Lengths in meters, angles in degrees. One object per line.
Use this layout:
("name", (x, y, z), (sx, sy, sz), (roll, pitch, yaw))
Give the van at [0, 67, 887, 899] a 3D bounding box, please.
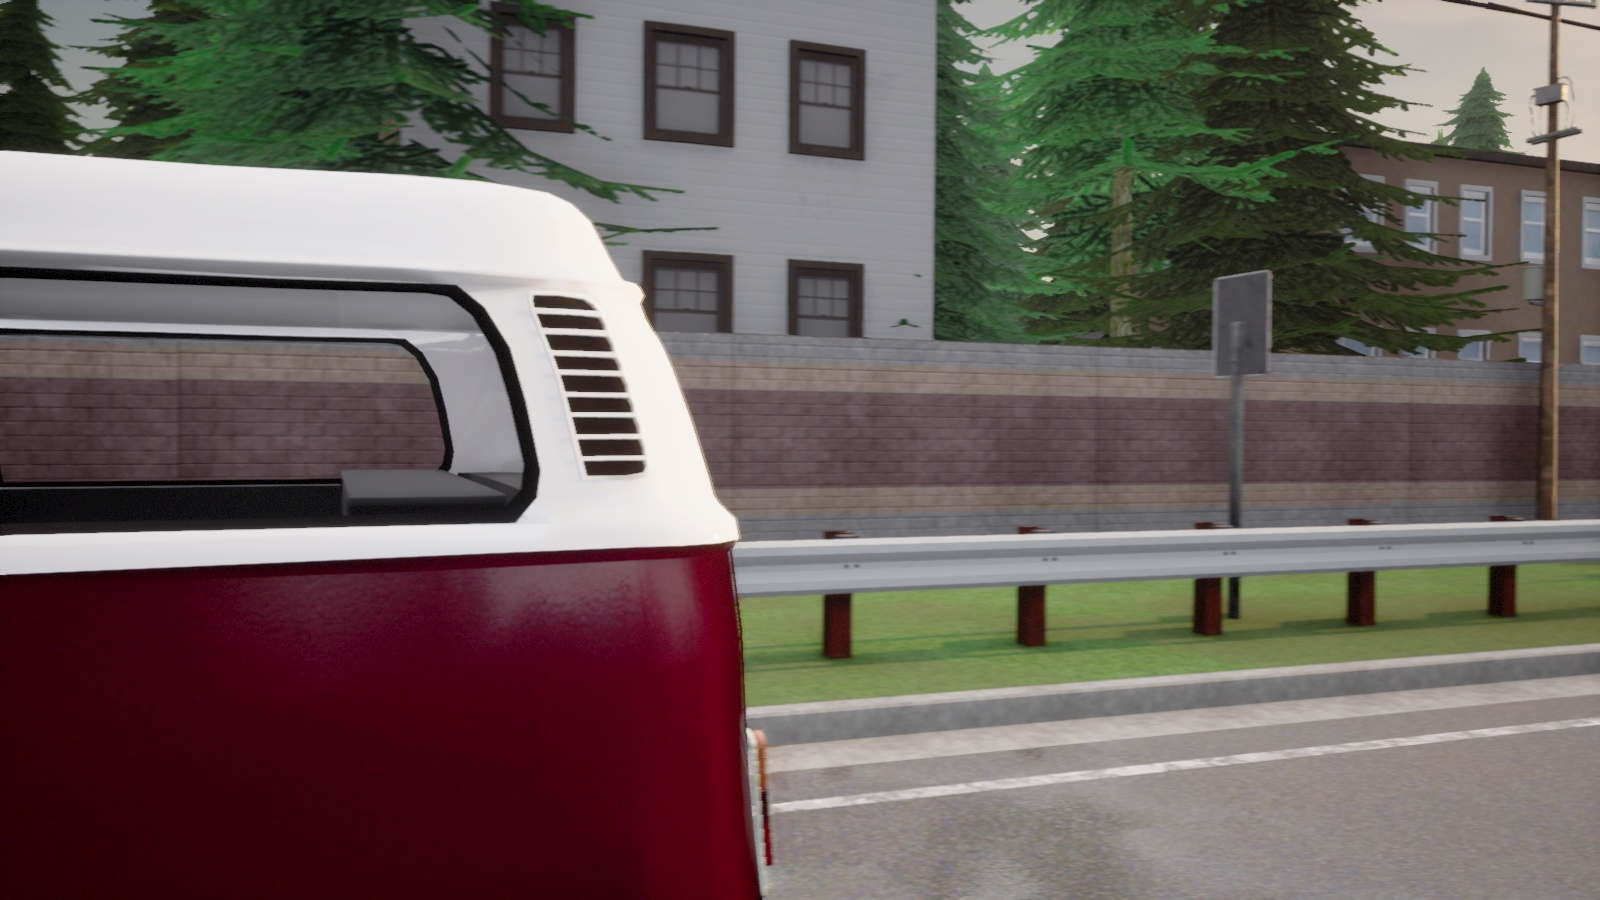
("van", (-2.314, 0.509, 2.357), (4.480, 2.038, 2.069), (-1, 1, -21))
